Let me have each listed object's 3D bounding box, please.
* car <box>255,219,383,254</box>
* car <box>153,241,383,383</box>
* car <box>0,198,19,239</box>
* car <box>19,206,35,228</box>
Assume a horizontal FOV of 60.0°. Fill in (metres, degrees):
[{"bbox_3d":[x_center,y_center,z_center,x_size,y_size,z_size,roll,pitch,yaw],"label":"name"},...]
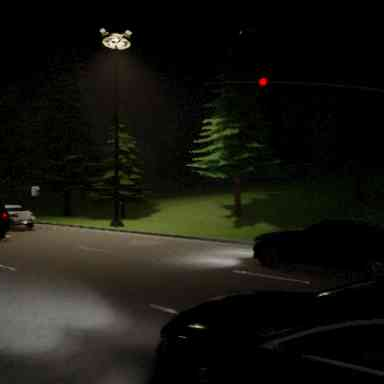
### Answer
[{"bbox_3d":[4.085,1.527,9.677,4.674,1.442,1.812,0,0,35],"label":"car"},{"bbox_3d":[1.845,1.492,2.675,4.902,1.511,2.128,0,0,35],"label":"car"},{"bbox_3d":[-11.039,1.234,16.164,5.566,2.045,2.150,0,0,35],"label":"car"},{"bbox_3d":[-11.696,1.541,20.916,4.674,1.442,1.812,0,0,35],"label":"car"}]
